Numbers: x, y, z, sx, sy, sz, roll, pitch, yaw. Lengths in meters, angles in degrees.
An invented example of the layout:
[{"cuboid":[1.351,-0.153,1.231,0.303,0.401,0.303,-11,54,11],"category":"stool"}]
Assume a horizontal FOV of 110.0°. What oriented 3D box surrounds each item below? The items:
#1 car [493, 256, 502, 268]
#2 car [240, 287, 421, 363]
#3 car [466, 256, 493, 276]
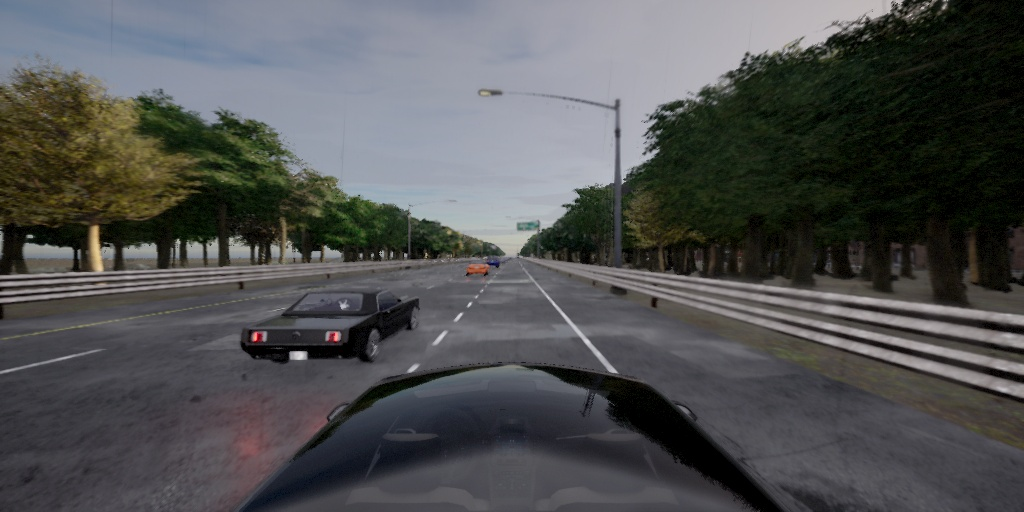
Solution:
[{"cuboid":[-3.317,1.028,63.385,2.150,2.045,5.566,0,0,0],"category":"car"},{"cuboid":[-3.503,1.353,8.113,1.895,1.301,4.718,0,0,0],"category":"car"},{"cuboid":[-3.444,1.132,37.199,2.097,1.767,4.553,0,0,0],"category":"car"}]
